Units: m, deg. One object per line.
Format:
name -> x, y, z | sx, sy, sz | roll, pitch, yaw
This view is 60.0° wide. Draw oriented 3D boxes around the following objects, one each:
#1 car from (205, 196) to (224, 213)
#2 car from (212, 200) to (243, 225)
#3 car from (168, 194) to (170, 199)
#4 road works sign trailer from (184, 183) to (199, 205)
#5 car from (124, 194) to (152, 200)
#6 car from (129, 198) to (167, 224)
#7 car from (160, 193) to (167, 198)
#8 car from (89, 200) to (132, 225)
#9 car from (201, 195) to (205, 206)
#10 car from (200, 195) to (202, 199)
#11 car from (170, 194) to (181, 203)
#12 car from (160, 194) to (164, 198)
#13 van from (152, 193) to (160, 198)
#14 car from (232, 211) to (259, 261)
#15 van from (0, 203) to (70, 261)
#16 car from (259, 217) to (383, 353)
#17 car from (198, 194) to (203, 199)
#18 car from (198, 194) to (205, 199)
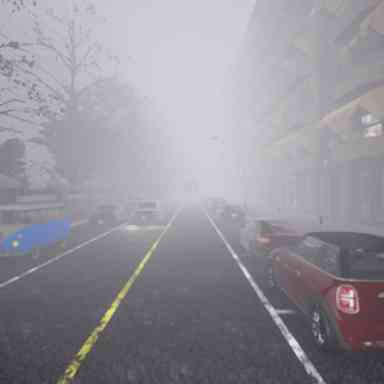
car -> 2.635, 1.316, 34.265 | 1.967, 1.590, 4.097 | 0, 0, 0
car -> 2.653, 1.480, 23.006 | 1.947, 1.339, 4.313 | 0, 0, 0
car -> -5.792, 1.114, 62.404 | 2.192, 1.841, 5.009 | 0, 0, 0
road works sign trailer -> -0.088, 0.284, 54.171 | 2.380, 3.560, 2.880 | 0, 0, 0
car -> -5.745, 1.192, 34.251 | 2.192, 1.841, 5.009 | 0, 0, 0
car -> -3.138, 1.416, 23.998 | 1.837, 1.490, 4.892 | 0, 0, 0
car -> -5.783, 1.358, 56.772 | 1.887, 1.381, 4.507 | 0, 0, 0
car -> -5.727, 1.480, 22.992 | 1.947, 1.339, 4.313 | 0, 0, 0
car -> 2.616, 1.368, 45.696 | 1.752, 1.417, 4.829 | 0, 0, 0
car -> 2.607, 1.410, 51.157 | 1.802, 1.307, 4.206 | 0, 0, 0
car -> -3.121, 1.317, 64.999 | 1.812, 1.442, 4.674 | 0, 0, 0
car -> -5.774, 1.410, 51.142 | 1.802, 1.307, 4.206 | 0, 0, 0
van -> -5.764, 1.185, 45.511 | 1.690, 1.788, 3.998 | 0, 0, 0
car -> 2.672, 1.537, 11.745 | 1.802, 1.307, 4.206 | 0, 0, 0
van -> -5.709, 1.297, 11.730 | 1.690, 1.788, 3.998 | 0, 0, 0
car -> 2.681, 1.417, 6.114 | 1.967, 1.590, 4.097 | 0, 0, 0
car -> 2.588, 1.364, 62.419 | 1.947, 1.339, 4.313 | 0, 0, 0
car -> 2.542, 1.282, 90.569 | 1.887, 1.381, 4.507 | 0, 0, 0
